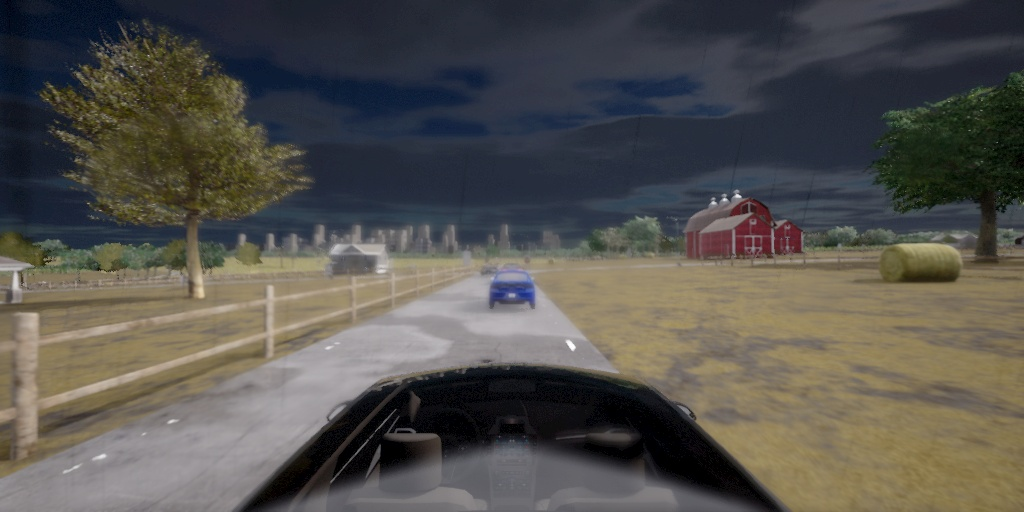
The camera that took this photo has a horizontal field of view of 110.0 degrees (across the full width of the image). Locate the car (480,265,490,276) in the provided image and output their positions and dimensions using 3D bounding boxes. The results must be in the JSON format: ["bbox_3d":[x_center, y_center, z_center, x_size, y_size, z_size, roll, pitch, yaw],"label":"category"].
[{"bbox_3d":[-2.776,1.753,44.354,1.994,1.385,4.181,0,-1,0],"label":"car"}]

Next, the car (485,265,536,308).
[{"bbox_3d":[0.026,1.371,16.107,1.882,1.535,5.008,0,0,1],"label":"car"}]

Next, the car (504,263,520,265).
[{"bbox_3d":[0.015,1.388,30.282,2.097,1.767,4.553,0,-1,0],"label":"car"}]
